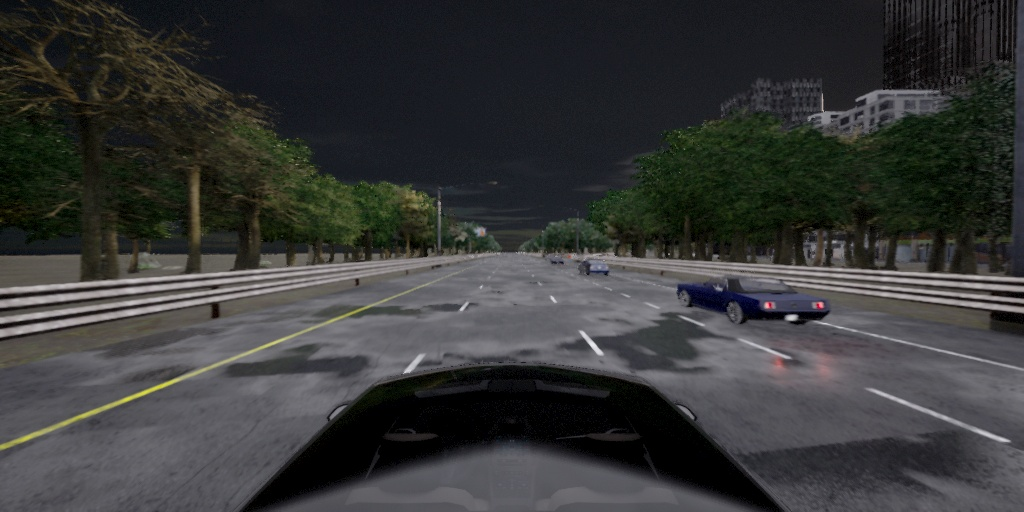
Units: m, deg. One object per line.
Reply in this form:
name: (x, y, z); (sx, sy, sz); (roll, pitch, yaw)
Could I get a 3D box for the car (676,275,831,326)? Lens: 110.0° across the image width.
car: (6.998, 1.239, 11.196); (1.895, 1.301, 4.718); (0, 1, 0)

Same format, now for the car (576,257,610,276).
car: (6.994, 0.944, 31.133); (2.033, 1.411, 5.357); (0, 1, 0)

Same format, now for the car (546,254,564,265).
car: (6.990, 0.681, 57.126); (1.895, 1.301, 4.718); (0, 1, 0)
